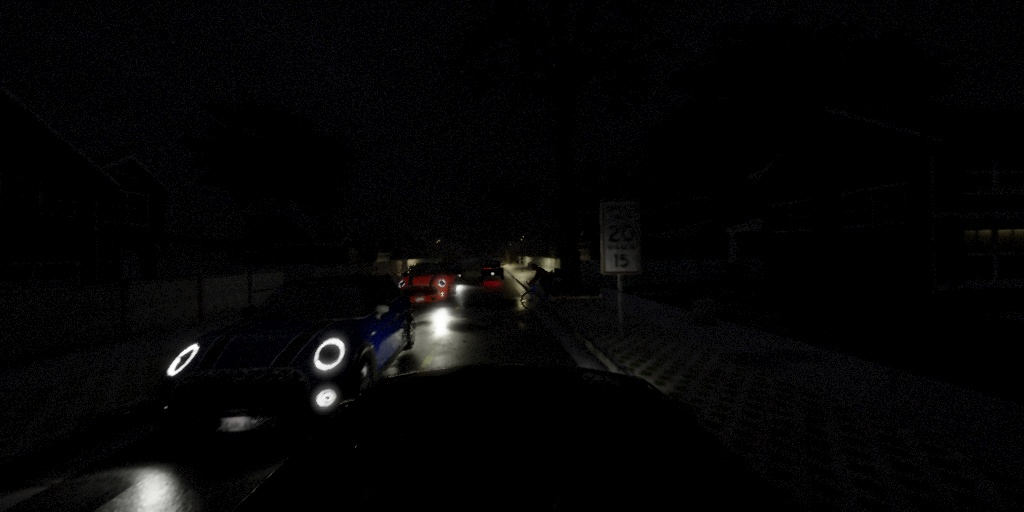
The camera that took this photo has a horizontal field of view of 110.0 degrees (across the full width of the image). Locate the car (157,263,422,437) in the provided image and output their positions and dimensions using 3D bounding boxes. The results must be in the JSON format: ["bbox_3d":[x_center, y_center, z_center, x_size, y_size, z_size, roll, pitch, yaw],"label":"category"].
[{"bbox_3d":[-3.024,1.131,5.934,2.097,1.767,4.553,-1,0,-4],"label":"car"}]

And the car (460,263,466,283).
[{"bbox_3d":[-4.389,1.226,26.699,2.033,1.411,5.357,-1,0,-4],"label":"car"}]

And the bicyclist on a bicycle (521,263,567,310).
[{"bbox_3d":[1.044,1.025,12.657,1.656,1.620,0.582,-10,1,-4],"label":"bicyclist on a bicycle"}]

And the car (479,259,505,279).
[{"bbox_3d":[-1.675,1.113,30.415,1.837,1.490,4.892,-1,0,-4],"label":"car"}]

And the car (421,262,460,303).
[{"bbox_3d":[-3.704,1.082,16.156,2.097,1.767,4.553,-1,0,-4],"label":"car"}]
